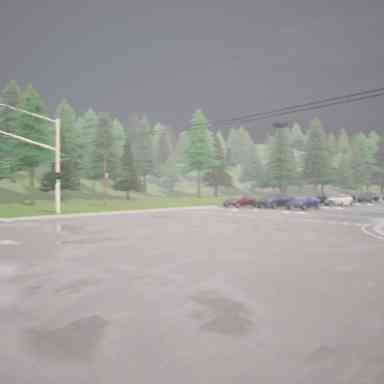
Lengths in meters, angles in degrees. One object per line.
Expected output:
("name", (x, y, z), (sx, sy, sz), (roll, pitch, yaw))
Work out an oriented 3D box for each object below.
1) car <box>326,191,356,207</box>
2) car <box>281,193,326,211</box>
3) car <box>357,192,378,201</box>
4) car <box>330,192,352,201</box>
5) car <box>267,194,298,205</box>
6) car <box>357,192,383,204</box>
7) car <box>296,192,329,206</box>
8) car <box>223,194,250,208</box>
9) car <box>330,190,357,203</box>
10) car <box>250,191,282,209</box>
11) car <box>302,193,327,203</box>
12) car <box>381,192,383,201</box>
("car", (17.340, 0.925, 39.102), (4.674, 1.442, 1.812), (-1, 1, -45))
("car", (11.045, 1.028, 32.851), (1.812, 1.442, 4.674), (1, 1, 45))
("car", (29.435, 0.698, 55.711), (4.181, 1.385, 1.994), (-1, 1, -44))
("car", (25.434, 0.692, 56.823), (4.181, 1.385, 1.994), (-1, 1, -44))
("car", (11.913, 0.949, 43.558), (4.718, 1.301, 1.895), (-1, 1, -45))
("car", (24.630, 0.785, 46.283), (4.892, 1.490, 1.837), (-1, 1, -44))
("car", (15.199, 0.842, 41.890), (5.008, 1.535, 1.882), (-1, 1, -45))
("car", (5.441, 0.980, 37.149), (4.674, 1.442, 1.812), (-1, 1, -45))
("car", (22.262, 0.601, 48.841), (4.553, 1.767, 2.097), (-1, 1, -44))
("car", (8.674, 0.824, 35.422), (4.553, 1.767, 2.097), (-1, 1, -45))
("car", (18.371, 0.807, 49.912), (4.181, 1.385, 1.994), (-1, 1, -45))
("car", (32.010, 0.729, 53.144), (4.181, 1.385, 1.994), (-1, 1, -41))
